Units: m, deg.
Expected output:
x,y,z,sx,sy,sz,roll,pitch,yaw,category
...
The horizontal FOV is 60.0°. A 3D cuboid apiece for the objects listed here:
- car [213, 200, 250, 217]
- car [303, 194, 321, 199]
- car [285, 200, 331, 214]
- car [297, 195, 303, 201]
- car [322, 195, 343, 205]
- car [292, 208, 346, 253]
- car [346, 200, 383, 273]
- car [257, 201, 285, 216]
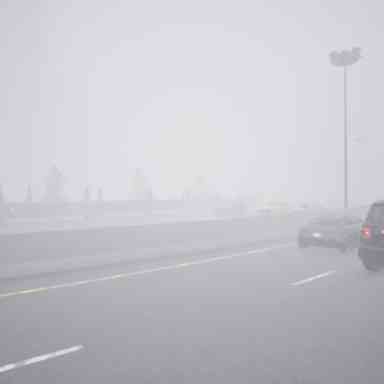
x,y,z,sx,sy,sz,roll,pitch,yaw,category
3.917,1.608,32.302,1.837,1.490,4.892,0,0,38,car
24.934,1.606,69.697,2.128,1.511,4.902,0,-1,10,car
10.102,1.665,28.798,1.895,1.301,4.718,0,0,38,car
21.411,1.665,69.923,2.128,1.511,4.902,0,-1,13,car
27.769,1.719,66.032,2.128,1.511,4.902,0,-1,13,car
6.138,1.577,13.850,4.181,1.385,1.994,0,0,-44,car
6.836,1.218,9.652,5.566,2.045,2.150,0,0,-42,car
7.997,1.565,31.834,1.882,1.535,5.008,0,0,37,car
